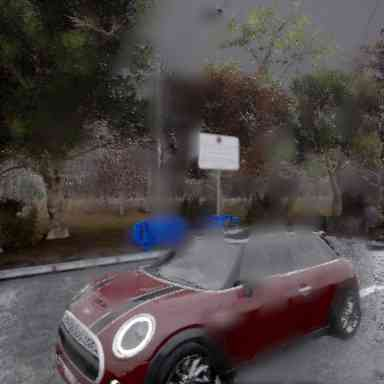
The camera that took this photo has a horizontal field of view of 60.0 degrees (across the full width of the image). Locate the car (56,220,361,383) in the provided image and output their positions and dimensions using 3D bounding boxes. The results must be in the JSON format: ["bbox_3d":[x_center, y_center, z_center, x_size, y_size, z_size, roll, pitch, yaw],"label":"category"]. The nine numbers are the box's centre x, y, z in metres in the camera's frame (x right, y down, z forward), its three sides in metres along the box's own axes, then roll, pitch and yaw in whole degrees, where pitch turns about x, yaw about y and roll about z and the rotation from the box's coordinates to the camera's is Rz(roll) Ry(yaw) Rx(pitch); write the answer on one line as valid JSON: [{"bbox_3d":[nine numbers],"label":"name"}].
[{"bbox_3d":[0.487,1.363,4.920,4.553,1.767,2.097,0,0,-37],"label":"car"}]
